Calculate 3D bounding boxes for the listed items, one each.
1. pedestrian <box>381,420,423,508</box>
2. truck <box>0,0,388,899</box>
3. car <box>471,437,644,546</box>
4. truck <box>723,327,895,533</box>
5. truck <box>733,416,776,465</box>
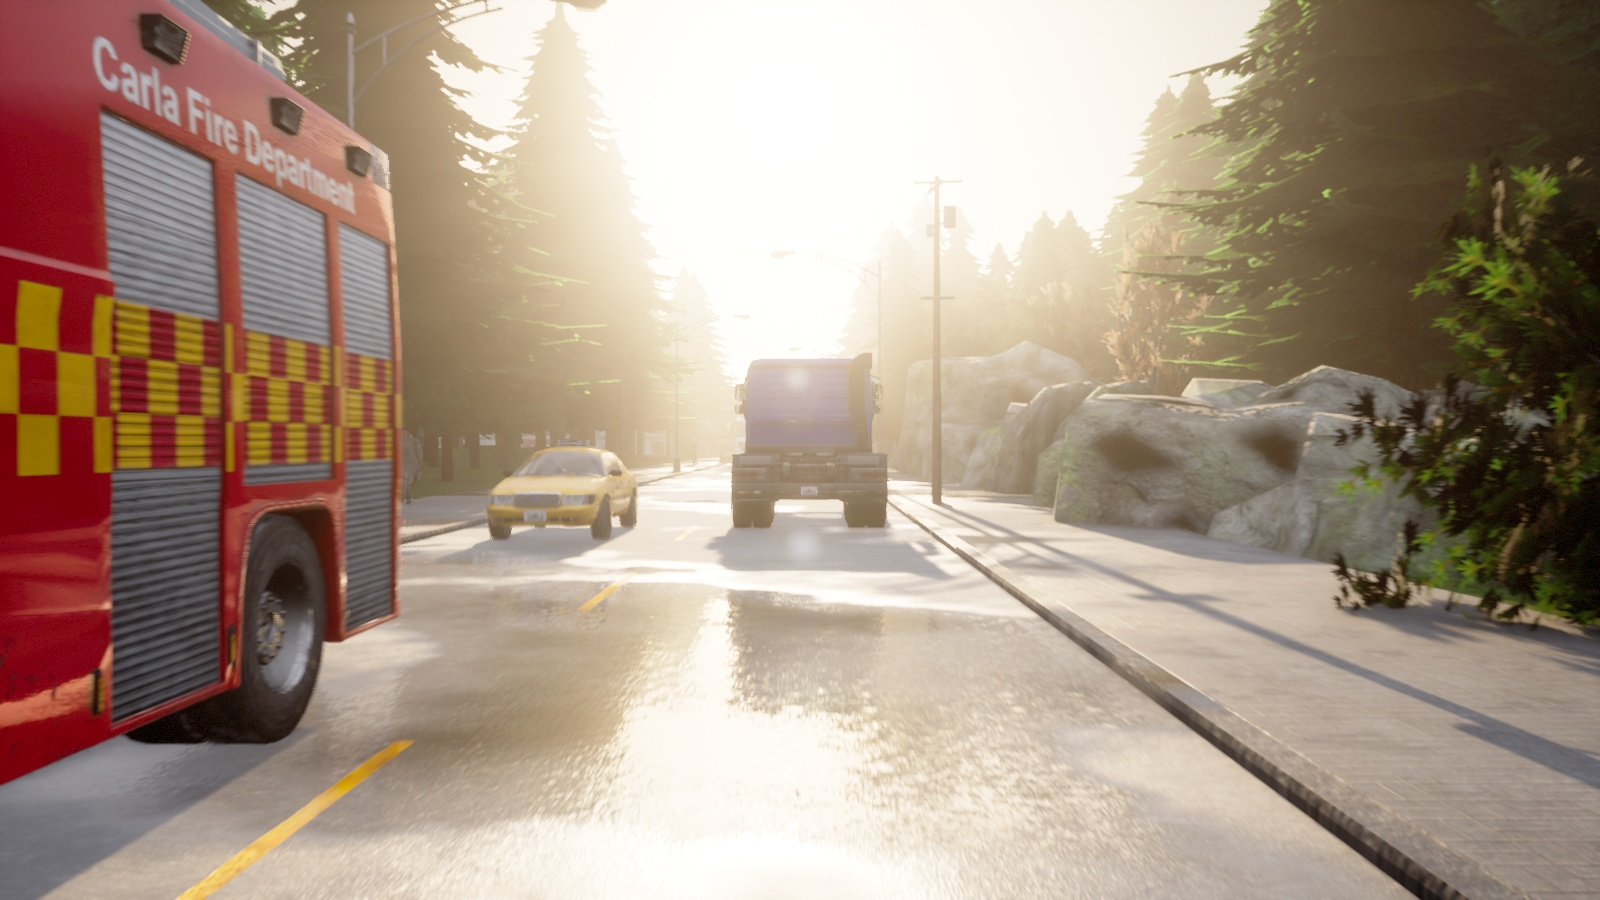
[{"bbox_3d":[-8.973,0.315,28.338,0.659,1.952,0.873,0,0,1],"label":"pedestrian"},{"bbox_3d":[-3.965,-0.437,3.382,2.891,3.827,8.468,0,0,0],"label":"truck"},{"bbox_3d":[-3.851,0.583,20.881,1.801,1.575,5.366,0,0,0],"label":"car"},{"bbox_3d":[0.180,-0.354,25.115,2.891,3.462,7.936,0,0,0],"label":"truck"},{"bbox_3d":[-3.338,-0.681,93.508,2.891,3.462,7.936,0,0,0],"label":"truck"}]
